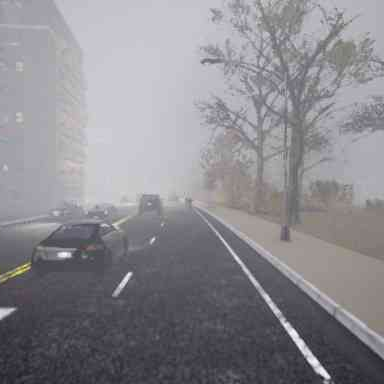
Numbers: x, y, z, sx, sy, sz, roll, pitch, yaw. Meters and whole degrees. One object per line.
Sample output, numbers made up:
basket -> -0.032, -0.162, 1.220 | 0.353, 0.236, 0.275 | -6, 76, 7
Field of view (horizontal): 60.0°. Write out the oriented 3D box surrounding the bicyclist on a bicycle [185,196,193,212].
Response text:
bicyclist on a bicycle -> -0.187, 1.423, 37.530 | 0.582, 1.620, 1.656 | 0, 0, -3

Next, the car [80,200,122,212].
car -> -7.174, 1.588, 26.758 | 1.895, 1.301, 4.718 | 0, 0, -2

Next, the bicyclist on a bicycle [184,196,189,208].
bicyclist on a bicycle -> -0.748, 1.414, 46.601 | 0.582, 1.620, 1.656 | 0, 0, -4

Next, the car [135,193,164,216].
car -> -3.983, 1.200, 32.611 | 2.150, 2.045, 5.566 | 0, 0, -3

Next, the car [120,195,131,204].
car -> -12.843, 1.447, 64.075 | 1.837, 1.490, 4.892 | 0, 1, -5

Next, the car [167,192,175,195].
car -> -4.836, 1.107, 80.952 | 2.150, 2.045, 5.566 | 0, 0, -7

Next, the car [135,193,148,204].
car -> -9.474, 1.176, 62.820 | 2.150, 2.045, 5.566 | 0, 1, -5

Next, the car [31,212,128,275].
car -> -3.267, 1.560, 10.422 | 1.994, 1.385, 4.181 | 0, 0, -1

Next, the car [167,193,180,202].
car -> -3.699, 1.437, 70.616 | 1.837, 1.490, 4.892 | 0, 0, -6

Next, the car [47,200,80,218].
car -> -10.479, 1.481, 27.947 | 2.128, 1.511, 4.902 | 0, 0, -2
